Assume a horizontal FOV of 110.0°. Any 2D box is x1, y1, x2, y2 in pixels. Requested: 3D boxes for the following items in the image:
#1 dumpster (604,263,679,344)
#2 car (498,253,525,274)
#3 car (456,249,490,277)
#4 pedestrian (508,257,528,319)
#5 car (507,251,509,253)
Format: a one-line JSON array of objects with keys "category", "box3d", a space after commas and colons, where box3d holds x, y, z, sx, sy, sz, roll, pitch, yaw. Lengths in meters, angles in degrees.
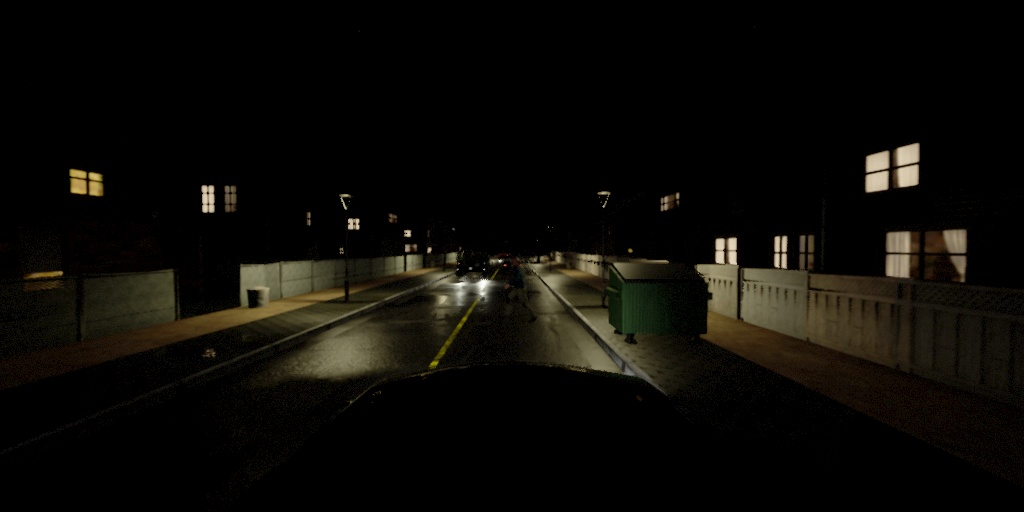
[{"category": "dumpster", "box3d": [3.011, 1.007, 8.665, 1.020, 1.700, 1.940, 0, 0, 0]}, {"category": "car", "box3d": [0.095, 0.724, 30.440, 2.033, 1.411, 5.357, 0, 1, 0]}, {"category": "car", "box3d": [-2.839, 0.461, 27.398, 2.150, 2.045, 5.566, 0, 1, 0]}, {"category": "pedestrian", "box3d": [0.155, 0.883, 9.807, 0.375, 1.860, 0.375, 0, 1, -6]}, {"category": "car", "box3d": [0.398, 0.353, 47.821, 1.812, 1.442, 4.674, 0, 1, 2]}]
